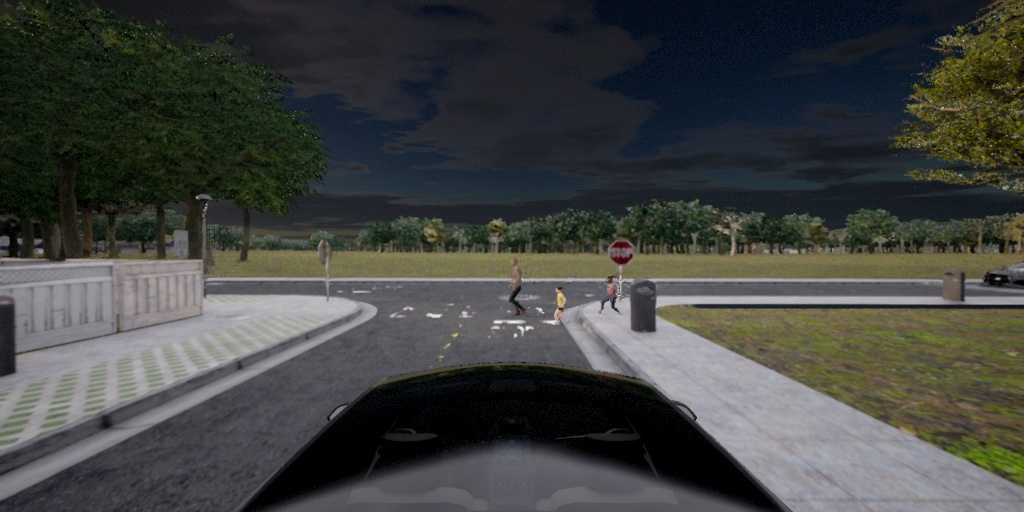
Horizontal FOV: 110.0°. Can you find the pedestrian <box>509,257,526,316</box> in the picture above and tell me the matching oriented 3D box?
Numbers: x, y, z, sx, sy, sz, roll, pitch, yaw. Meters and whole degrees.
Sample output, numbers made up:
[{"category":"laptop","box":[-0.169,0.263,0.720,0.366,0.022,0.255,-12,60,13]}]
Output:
[{"category":"pedestrian","box":[0.144,0.870,10.650,0.375,1.860,0.375,0,1,0]}]

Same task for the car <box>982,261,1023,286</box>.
[{"category":"car","box":[28.243,0.962,19.030,4.892,1.490,1.837,0,1,0]}]

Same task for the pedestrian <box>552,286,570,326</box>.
[{"category":"pedestrian","box":[1.316,1.274,9.453,0.500,1.100,0.500,0,1,0]}]

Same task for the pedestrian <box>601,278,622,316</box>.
[{"category":"pedestrian","box":[2.799,0.730,10.038,0.375,1.860,0.375,0,1,0]}]
